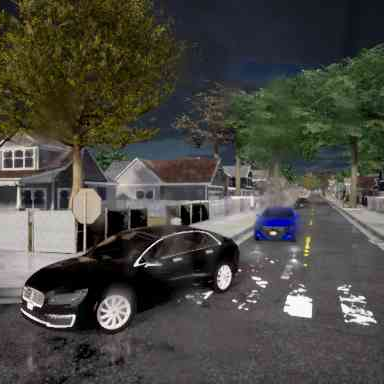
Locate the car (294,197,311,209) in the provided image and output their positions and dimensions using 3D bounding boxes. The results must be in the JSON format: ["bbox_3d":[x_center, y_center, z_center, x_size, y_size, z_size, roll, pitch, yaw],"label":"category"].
[{"bbox_3d":[14.884,1.523,44.869,1.837,1.490,4.892,0,-1,20],"label":"car"}]

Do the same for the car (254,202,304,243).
[{"bbox_3d":[4.317,1.478,16.467,1.882,1.535,5.008,0,0,20],"label":"car"}]

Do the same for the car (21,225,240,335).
[{"bbox_3d":[-0.881,1.507,6.946,1.837,1.490,4.892,0,0,42],"label":"car"}]
